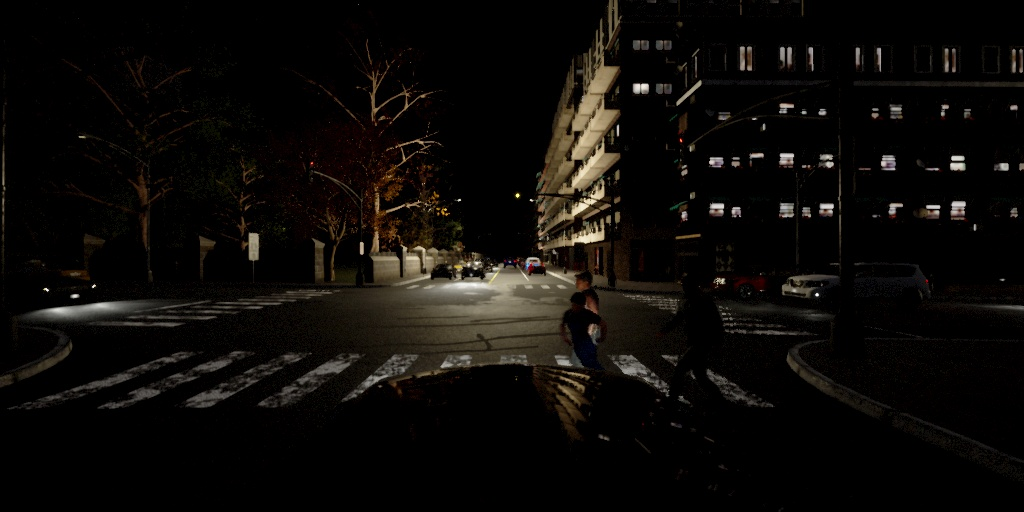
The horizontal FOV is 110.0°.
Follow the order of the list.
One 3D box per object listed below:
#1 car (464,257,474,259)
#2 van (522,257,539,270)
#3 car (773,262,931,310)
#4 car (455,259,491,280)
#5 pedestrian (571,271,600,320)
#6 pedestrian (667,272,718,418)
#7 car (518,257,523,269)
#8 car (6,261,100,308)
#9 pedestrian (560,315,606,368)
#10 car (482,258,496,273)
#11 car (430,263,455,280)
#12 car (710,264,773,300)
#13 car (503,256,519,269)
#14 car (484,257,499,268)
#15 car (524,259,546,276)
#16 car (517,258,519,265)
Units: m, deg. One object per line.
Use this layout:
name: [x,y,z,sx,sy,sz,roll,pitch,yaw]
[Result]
car: [-5.955,1.087,48.137,2.192,1.841,5.009,0,0,0]
van: [2.459,1.106,42.555,1.690,1.789,3.998,0,0,0]
car: [15.679,1.287,16.469,5.566,2.045,2.150,1,0,-1]
car: [-3.260,1.249,31.078,2.128,1.511,4.902,0,0,0]
pedestrian: [1.072,1.044,4.958,0.375,1.860,0.375,0,0,0]
pedestrian: [2.184,1.043,4.364,0.375,1.860,0.375,0,0,0]
car: [2.394,1.218,53.815,1.967,1.591,4.097,0,0,0]
car: [-18.230,0.996,12.743,5.357,1.411,2.033,1,0,-1]
pedestrian: [0.854,1.351,3.757,0.375,1.300,0.375,-12,0,-3]
car: [-3.335,1.273,44.524,1.837,1.490,4.892,0,0,0]
car: [-5.857,1.324,31.246,1.948,1.339,4.313,0,0,0]
car: [13.353,1.347,19.015,5.009,1.841,2.192,0,0,-1]
car: [-0.331,1.008,59.609,2.150,2.045,5.566,0,0,0]
car: [-3.378,1.284,62.942,2.128,1.511,4.902,0,0,0]
car: [2.491,1.306,36.924,1.888,1.381,4.507,0,0,0]
car: [2.361,1.336,59.445,2.007,1.370,4.403,0,0,0]
